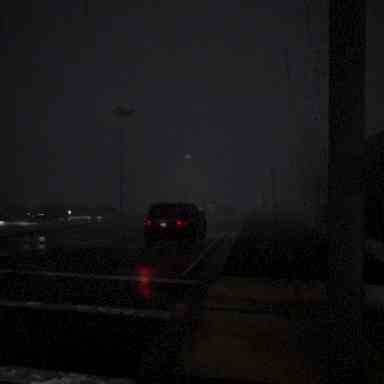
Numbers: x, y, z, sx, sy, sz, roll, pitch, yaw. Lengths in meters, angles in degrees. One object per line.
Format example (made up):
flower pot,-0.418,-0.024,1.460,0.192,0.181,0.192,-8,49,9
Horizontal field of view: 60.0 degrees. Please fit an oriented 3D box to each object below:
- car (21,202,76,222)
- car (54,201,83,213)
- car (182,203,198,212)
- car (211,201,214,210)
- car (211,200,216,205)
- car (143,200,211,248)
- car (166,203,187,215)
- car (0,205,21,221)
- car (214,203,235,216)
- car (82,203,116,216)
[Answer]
car,-13.362,1.937,31.287,1.837,1.490,4.892,1,-1,11
car,-14.861,2.117,42.208,2.128,1.511,4.902,1,-1,11
car,-0.301,2.688,56.937,1.994,1.385,4.181,1,-1,11
car,1.358,2.435,46.539,2.128,1.511,4.902,1,-1,11
car,3.149,2.383,56.324,2.150,2.045,5.566,1,-1,11
car,-0.680,1.552,16.904,2.150,2.045,5.566,1,-1,12
car,-2.152,2.404,46.833,1.837,1.490,4.892,1,-1,11
car,-16.910,1.948,31.391,1.994,1.385,4.181,1,-1,11
car,4.820,2.475,46.012,2.128,1.511,4.902,1,-1,11
car,-11.378,2.269,41.812,1.895,1.301,4.718,1,-1,11
